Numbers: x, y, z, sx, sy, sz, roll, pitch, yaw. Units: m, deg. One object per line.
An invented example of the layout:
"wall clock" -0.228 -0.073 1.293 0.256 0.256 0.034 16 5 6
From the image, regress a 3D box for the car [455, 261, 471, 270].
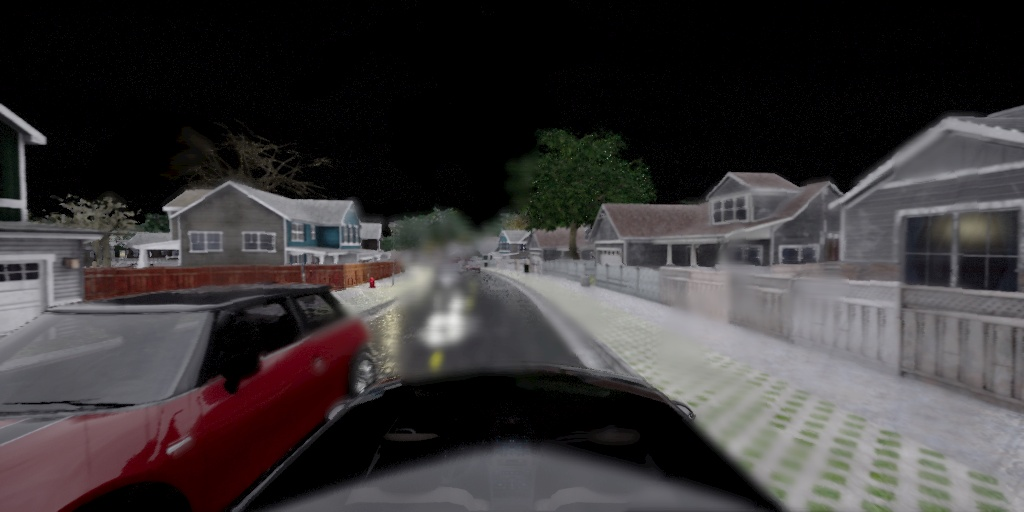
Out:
"car" -8.217 1.514 59.584 1.994 1.385 4.181 0 0 -17

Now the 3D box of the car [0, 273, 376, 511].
"car" -2.897 1.098 2.975 2.097 1.767 4.553 0 0 0

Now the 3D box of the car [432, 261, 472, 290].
"car" -3.837 1.268 22.537 2.128 1.511 4.902 0 0 -5

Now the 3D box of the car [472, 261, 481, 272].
"car" -5.515 1.421 49.373 2.033 1.411 5.357 0 0 -14
